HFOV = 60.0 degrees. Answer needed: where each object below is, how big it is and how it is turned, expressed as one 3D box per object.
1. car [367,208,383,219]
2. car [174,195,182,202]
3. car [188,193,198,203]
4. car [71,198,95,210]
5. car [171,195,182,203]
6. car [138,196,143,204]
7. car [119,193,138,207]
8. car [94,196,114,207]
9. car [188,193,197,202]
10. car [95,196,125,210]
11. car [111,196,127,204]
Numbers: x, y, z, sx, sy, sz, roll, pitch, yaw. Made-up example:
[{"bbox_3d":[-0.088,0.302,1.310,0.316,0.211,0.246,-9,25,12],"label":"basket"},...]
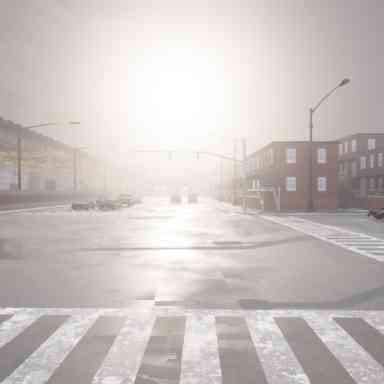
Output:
[{"bbox_3d":[17.061,1.550,26.641,5.357,1.411,2.033,0,0,0],"label":"car"},{"bbox_3d":[-3.421,1.486,81.297,1.882,1.535,5.008,0,0,0],"label":"car"},{"bbox_3d":[0.167,1.555,69.630,2.033,1.411,5.357,0,0,0],"label":"car"},{"bbox_3d":[-14.057,1.552,43.615,2.033,1.411,5.357,0,0,0],"label":"car"},{"bbox_3d":[-3.379,1.361,70.545,2.097,1.767,4.553,0,0,0],"label":"car"},{"bbox_3d":[-10.496,1.532,62.618,1.812,1.442,4.674,0,0,0],"label":"car"},{"bbox_3d":[-10.541,1.227,52.823,2.150,2.045,5.566,0,0,0],"label":"car"},{"bbox_3d":[-14.039,1.483,53.504,1.882,1.535,5.008,0,0,0],"label":"car"},{"bbox_3d":[0.079,1.234,81.081,2.150,2.045,5.566,0,0,0],"label":"car"},{"bbox_3d":[-10.569,1.605,43.198,1.895,1.301,4.718,0,0,3],"label":"car"},{"bbox_3d":[-13.979,1.484,63.968,1.882,1.535,5.008,0,0,1],"label":"car"}]
